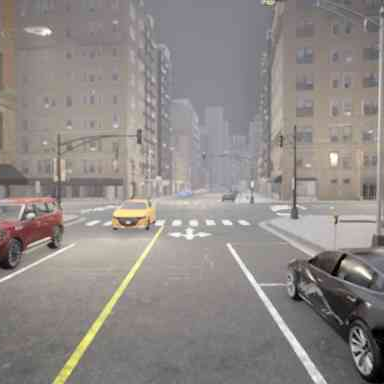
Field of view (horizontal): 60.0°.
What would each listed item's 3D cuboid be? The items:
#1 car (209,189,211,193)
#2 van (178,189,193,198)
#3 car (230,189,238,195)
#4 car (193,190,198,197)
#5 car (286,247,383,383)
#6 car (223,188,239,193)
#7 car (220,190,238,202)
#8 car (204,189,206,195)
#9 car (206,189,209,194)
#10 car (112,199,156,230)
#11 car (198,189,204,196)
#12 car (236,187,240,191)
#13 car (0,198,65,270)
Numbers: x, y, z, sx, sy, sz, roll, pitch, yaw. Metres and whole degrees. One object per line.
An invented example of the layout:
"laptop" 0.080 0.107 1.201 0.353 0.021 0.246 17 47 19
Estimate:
"car" 3.433 -0.111 94.055 1.752 1.417 4.829 0 1 9
"van" -1.412 0.266 61.605 1.690 1.788 3.998 0 1 9
"car" 11.103 0.002 87.698 1.752 1.417 4.829 0 1 9
"car" -0.600 0.266 67.043 1.967 1.590 4.097 0 1 9
"car" 2.816 1.479 5.132 1.947 1.339 4.313 -1 1 0
"car" 7.021 0.520 60.351 1.947 1.339 4.313 0 1 9
"car" 5.398 0.720 49.480 1.947 1.339 4.313 0 1 9
"car" 1.836 0.124 83.352 1.802 1.307 4.206 0 1 9
"car" 2.645 -0.110 88.786 1.967 1.590 4.097 0 1 9
"car" -3.133 1.177 18.717 1.882 1.535 5.008 0 1 0
"car" 0.998 0.163 77.747 1.752 1.417 4.829 0 1 9
"car" 10.265 -0.114 82.090 2.192 1.841 5.009 0 1 9
"car" -5.751 1.143 10.567 2.192 1.841 5.009 -1 1 0
